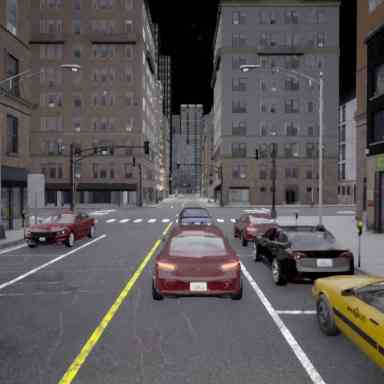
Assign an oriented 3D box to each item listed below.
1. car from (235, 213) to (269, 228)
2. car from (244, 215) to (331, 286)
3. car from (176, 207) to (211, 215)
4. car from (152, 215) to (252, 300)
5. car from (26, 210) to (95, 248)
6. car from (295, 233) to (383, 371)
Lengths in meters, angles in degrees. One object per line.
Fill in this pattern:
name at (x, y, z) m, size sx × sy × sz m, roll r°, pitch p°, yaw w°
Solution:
car at (2.869, 1.577, 14.850) m, size 1.802 × 1.307 × 4.206 m, roll -1°, pitch 0°, yaw 0°
car at (2.868, 1.563, 9.264) m, size 1.947 × 1.339 × 4.313 m, roll -1°, pitch 0°, yaw 0°
car at (0.136, 1.542, 18.253) m, size 2.033 × 1.411 × 5.357 m, roll 0°, pitch 0°, yaw -3°
car at (0.100, 1.523, 8.233) m, size 1.812 × 1.442 × 4.674 m, roll 0°, pitch 0°, yaw 0°
car at (-5.676, 1.540, 14.849) m, size 1.887 × 1.381 × 4.507 m, roll -1°, pitch 0°, yaw 0°
car at (2.866, 1.524, 3.848) m, size 1.752 × 1.417 × 4.829 m, roll -1°, pitch 0°, yaw 0°
